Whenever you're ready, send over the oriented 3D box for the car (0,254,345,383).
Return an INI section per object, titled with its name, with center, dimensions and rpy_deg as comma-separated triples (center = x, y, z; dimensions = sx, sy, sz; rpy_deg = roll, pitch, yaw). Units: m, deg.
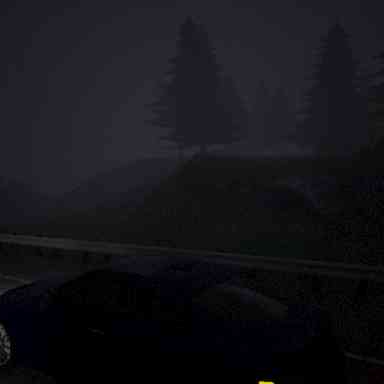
[car]
center = -0.682, 1.531, 4.109
dimensions = 4.674, 1.442, 1.812
rpy_deg = -1, 0, 34
